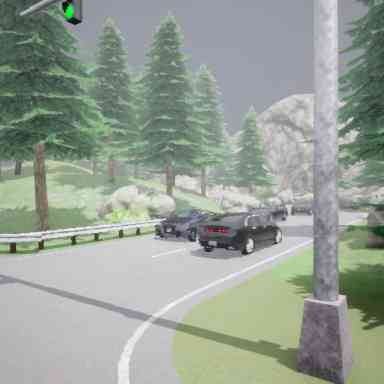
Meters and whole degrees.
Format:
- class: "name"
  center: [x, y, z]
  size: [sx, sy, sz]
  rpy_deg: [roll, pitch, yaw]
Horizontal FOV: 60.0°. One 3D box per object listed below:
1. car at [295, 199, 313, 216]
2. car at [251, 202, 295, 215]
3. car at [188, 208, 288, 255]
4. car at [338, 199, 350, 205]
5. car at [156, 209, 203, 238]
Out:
- class: "car"
  center: [11.321, 1.518, 33.670]
  size: [1.837, 1.490, 4.892]
  rpy_deg: [0, 0, 28]
- class: "car"
  center: [5.730, 1.504, 25.118]
  size: [2.128, 1.511, 4.902]
  rpy_deg: [0, 0, 35]
- class: "car"
  center: [2.101, 1.587, 13.533]
  size: [1.837, 1.490, 4.892]
  rpy_deg: [0, -1, 35]
- class: "car"
  center: [19.679, 1.572, 43.544]
  size: [2.033, 1.411, 5.357]
  rpy_deg: [0, 0, -1]
- class: "car"
  center: [0.078, 1.577, 16.935]
  size: [1.994, 1.385, 4.181]
  rpy_deg: [0, 0, 35]
